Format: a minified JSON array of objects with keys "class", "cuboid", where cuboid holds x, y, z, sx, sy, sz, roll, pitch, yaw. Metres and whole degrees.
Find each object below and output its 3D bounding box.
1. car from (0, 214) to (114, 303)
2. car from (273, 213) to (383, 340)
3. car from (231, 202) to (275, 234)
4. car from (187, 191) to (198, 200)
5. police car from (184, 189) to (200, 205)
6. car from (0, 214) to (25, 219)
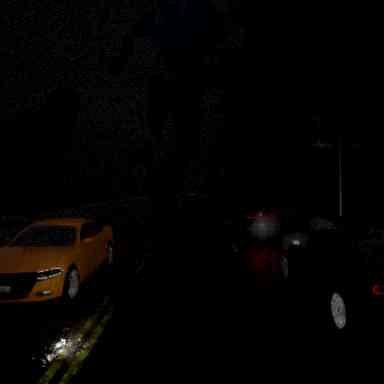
[{"class":"car","cuboid":[-3.351,1.429,8.420,1.882,1.535,5.008,0,1,0]},{"class":"car","cuboid":[3.249,1.448,6.711,1.882,1.535,5.008,0,1,0]},{"class":"car","cuboid":[3.249,1.296,17.708,1.837,1.490,4.892,0,1,0]},{"class":"car","cuboid":[0.097,0.627,56.981,1.812,1.442,4.674,0,1,0]},{"class":"police car","cuboid":[-0.008,0.757,42.478,1.930,1.638,5.238,0,1,0]},{"class":"car","cuboid":[-6.602,1.500,11.966,1.895,1.301,4.718,0,1,0]}]
